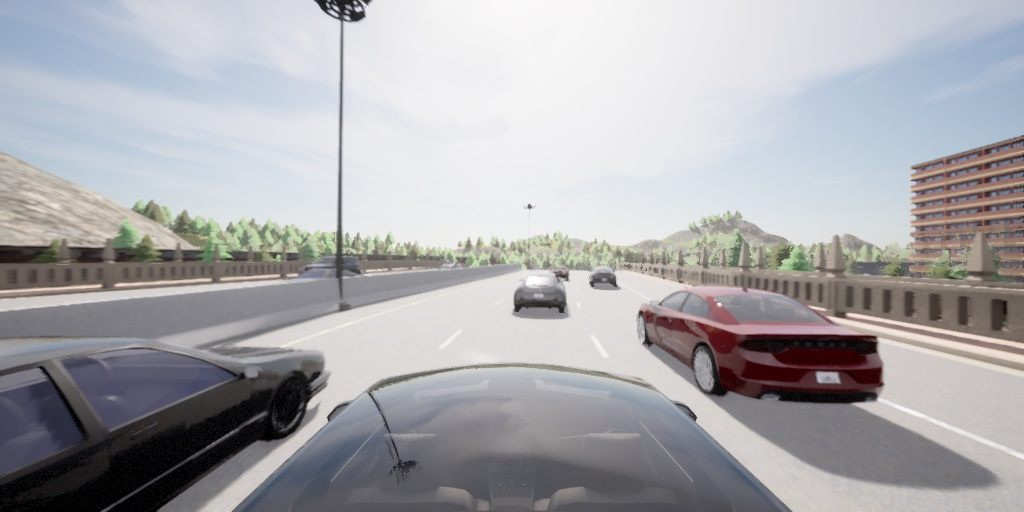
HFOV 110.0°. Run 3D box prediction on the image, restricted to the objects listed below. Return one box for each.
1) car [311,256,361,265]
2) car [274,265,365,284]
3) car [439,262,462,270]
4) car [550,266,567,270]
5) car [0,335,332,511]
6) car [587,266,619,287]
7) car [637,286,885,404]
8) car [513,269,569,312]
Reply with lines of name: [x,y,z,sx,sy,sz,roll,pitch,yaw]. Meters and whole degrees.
car: [-14.425,1.023,28.864,2.150,2.045,5.566,0,-1,10]
car: [-9.231,1.321,17.647,2.033,1.411,5.357,0,0,9]
car: [-7.821,1.457,45.982,2.128,1.511,4.902,0,0,10]
car: [4.485,1.594,34.452,1.895,1.301,4.718,0,0,10]
car: [-3.354,1.273,2.315,2.033,1.411,5.357,0,0,1]
car: [6.714,1.489,26.804,1.812,1.442,4.674,0,0,10]
car: [3.842,1.291,6.679,1.882,1.535,5.008,0,0,3]
car: [1.225,1.407,14.838,1.994,1.385,4.181,0,0,8]
